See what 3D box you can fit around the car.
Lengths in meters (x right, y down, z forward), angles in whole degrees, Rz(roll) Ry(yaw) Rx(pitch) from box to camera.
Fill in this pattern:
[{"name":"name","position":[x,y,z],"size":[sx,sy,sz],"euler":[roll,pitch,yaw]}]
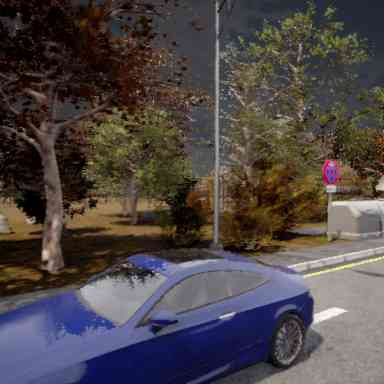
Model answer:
[{"name":"car","position":[-0.338,1.527,4.188],"size":[4.674,1.442,1.812],"euler":[0,0,-36]}]
